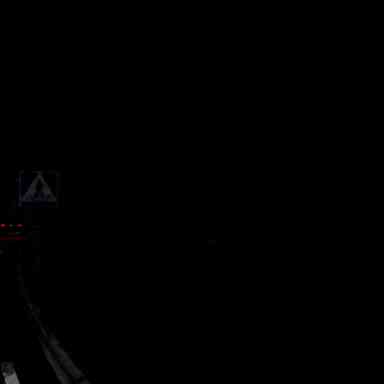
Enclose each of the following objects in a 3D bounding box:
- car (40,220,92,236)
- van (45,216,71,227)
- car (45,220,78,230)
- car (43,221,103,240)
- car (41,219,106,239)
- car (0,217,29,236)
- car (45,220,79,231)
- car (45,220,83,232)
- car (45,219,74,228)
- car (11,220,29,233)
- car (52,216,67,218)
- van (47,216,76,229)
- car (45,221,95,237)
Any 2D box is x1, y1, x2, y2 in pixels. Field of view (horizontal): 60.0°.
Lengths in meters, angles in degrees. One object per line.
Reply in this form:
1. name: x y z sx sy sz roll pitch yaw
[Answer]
1. car: -14.240 4.013 37.620 5.366 1.575 1.946 1 -5 -24
2. van: -25.249 5.607 62.827 4.442 1.987 1.878 1 -4 -24
3. car: -20.683 5.181 52.799 4.792 1.488 2.163 1 -4 -24
4. car: -10.756 3.405 30.149 5.008 1.535 2.097 1 -5 -24
5. car: -9.651 3.197 27.634 4.892 1.521 2.231 1 -5 -24
6. car: -19.789 3.784 36.953 2.150 2.045 5.566 1 -5 -24
7. car: -19.632 5.002 50.261 4.792 1.488 2.163 1 -4 -24
8. car: -17.392 4.640 45.237 4.674 1.452 2.002 1 -4 -24
9. car: -24.037 5.671 60.337 4.892 1.521 2.231 1 -4 -24
10. car: -23.973 4.762 46.452 1.882 1.535 5.008 1 -4 -24
11. car: -16.311 4.286 42.715 4.553 1.767 2.185 1 -4 -24
12. van: -21.712 5.105 55.365 4.442 1.987 1.878 1 -4 -24
13. car: -12.934 3.848 35.184 4.792 1.488 2.163 1 -5 -24
